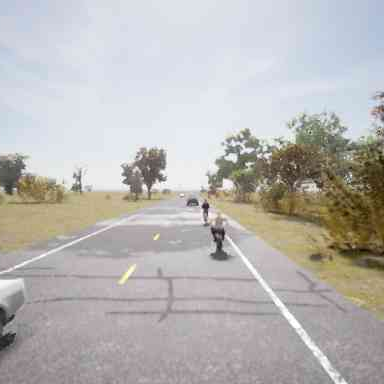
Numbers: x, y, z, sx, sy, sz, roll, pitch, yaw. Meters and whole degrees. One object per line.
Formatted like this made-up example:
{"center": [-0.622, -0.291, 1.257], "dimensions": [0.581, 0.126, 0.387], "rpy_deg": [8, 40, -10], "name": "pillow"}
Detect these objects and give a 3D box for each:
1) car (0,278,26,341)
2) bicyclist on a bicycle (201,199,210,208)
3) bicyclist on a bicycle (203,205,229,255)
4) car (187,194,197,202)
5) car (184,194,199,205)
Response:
{"center": [-3.600, 1.599, 3.106], "dimensions": [1.895, 1.301, 4.718], "rpy_deg": [0, 0, 0], "name": "car"}
{"center": [0.967, 1.353, 23.315], "dimensions": [0.659, 1.776, 1.843], "rpy_deg": [0, 0, 0], "name": "bicyclist on a bicycle"}
{"center": [0.984, 1.427, 12.322], "dimensions": [0.866, 1.612, 1.509], "rpy_deg": [0, 0, 0], "name": "bicyclist on a bicycle"}
{"center": [0.014, 1.301, 73.562], "dimensions": [2.097, 1.767, 4.553], "rpy_deg": [0, 0, 0], "name": "car"}
{"center": [0.111, 1.462, 56.118], "dimensions": [1.837, 1.490, 4.892], "rpy_deg": [0, 0, 0], "name": "car"}
